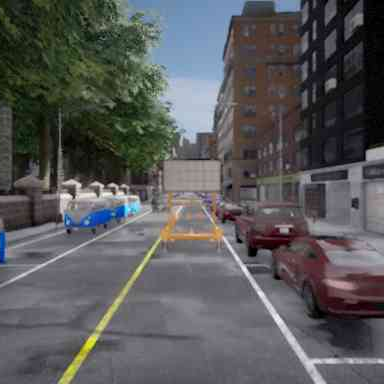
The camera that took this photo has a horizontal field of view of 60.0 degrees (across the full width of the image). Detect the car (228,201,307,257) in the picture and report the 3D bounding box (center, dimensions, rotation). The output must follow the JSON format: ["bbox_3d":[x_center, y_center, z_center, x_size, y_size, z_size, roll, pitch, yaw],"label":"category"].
[{"bbox_3d":[2.855,1.265,12.695,2.192,1.841,5.009,0,0,0],"label":"car"}]

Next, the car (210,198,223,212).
[{"bbox_3d":[2.859,1.456,29.677,1.802,1.307,4.206,0,0,0],"label":"car"}]

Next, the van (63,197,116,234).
[{"bbox_3d":[-5.669,1.267,18.334,1.690,1.788,3.998,0,0,0],"label":"van"}]

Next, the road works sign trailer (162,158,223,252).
[{"bbox_3d":[0.002,0.410,13.646,2.380,3.560,2.880,0,0,0],"label":"road works sign trailer"}]

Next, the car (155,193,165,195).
[{"bbox_3d":[-5.662,1.042,57.939,2.192,1.841,5.009,0,0,0],"label":"car"}]

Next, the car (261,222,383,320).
[{"bbox_3d":[2.855,1.555,7.036,1.802,1.307,4.206,0,0,0],"label":"car"}]

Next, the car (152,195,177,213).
[{"bbox_3d":[-3.088,1.340,35.020,2.128,1.511,4.902,0,0,0],"label":"car"}]

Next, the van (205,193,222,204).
[{"bbox_3d":[2.860,1.159,40.997,1.690,1.788,3.998,0,0,0],"label":"van"}]

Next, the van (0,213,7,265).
[{"bbox_3d":[-5.671,1.314,7.018,1.690,1.788,3.998,0,0,0],"label":"van"}]

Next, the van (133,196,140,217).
[{"bbox_3d":[-5.667,1.215,29.650,1.690,1.788,3.998,0,0,0],"label":"van"}]

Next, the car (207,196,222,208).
[{"bbox_3d":[2.860,1.428,35.338,1.802,1.307,4.206,0,0,0],"label":"car"}]

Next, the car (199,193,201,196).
[{"bbox_3d":[2.864,1.261,63.640,1.947,1.339,4.313,0,0,0],"label":"car"}]

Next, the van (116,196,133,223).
[{"bbox_3d":[-5.668,1.242,23.992,1.690,1.788,3.998,0,0,0],"label":"van"}]

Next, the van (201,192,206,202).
[{"bbox_3d":[2.863,1.068,57.978,1.690,1.788,3.998,0,0,0],"label":"van"}]

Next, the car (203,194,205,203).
[{"bbox_3d":[2.861,1.333,46.659,1.887,1.381,4.507,0,0,0],"label":"car"}]

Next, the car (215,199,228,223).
[{"bbox_3d":[2.858,1.445,24.017,1.887,1.381,4.507,0,0,0],"label":"car"}]
